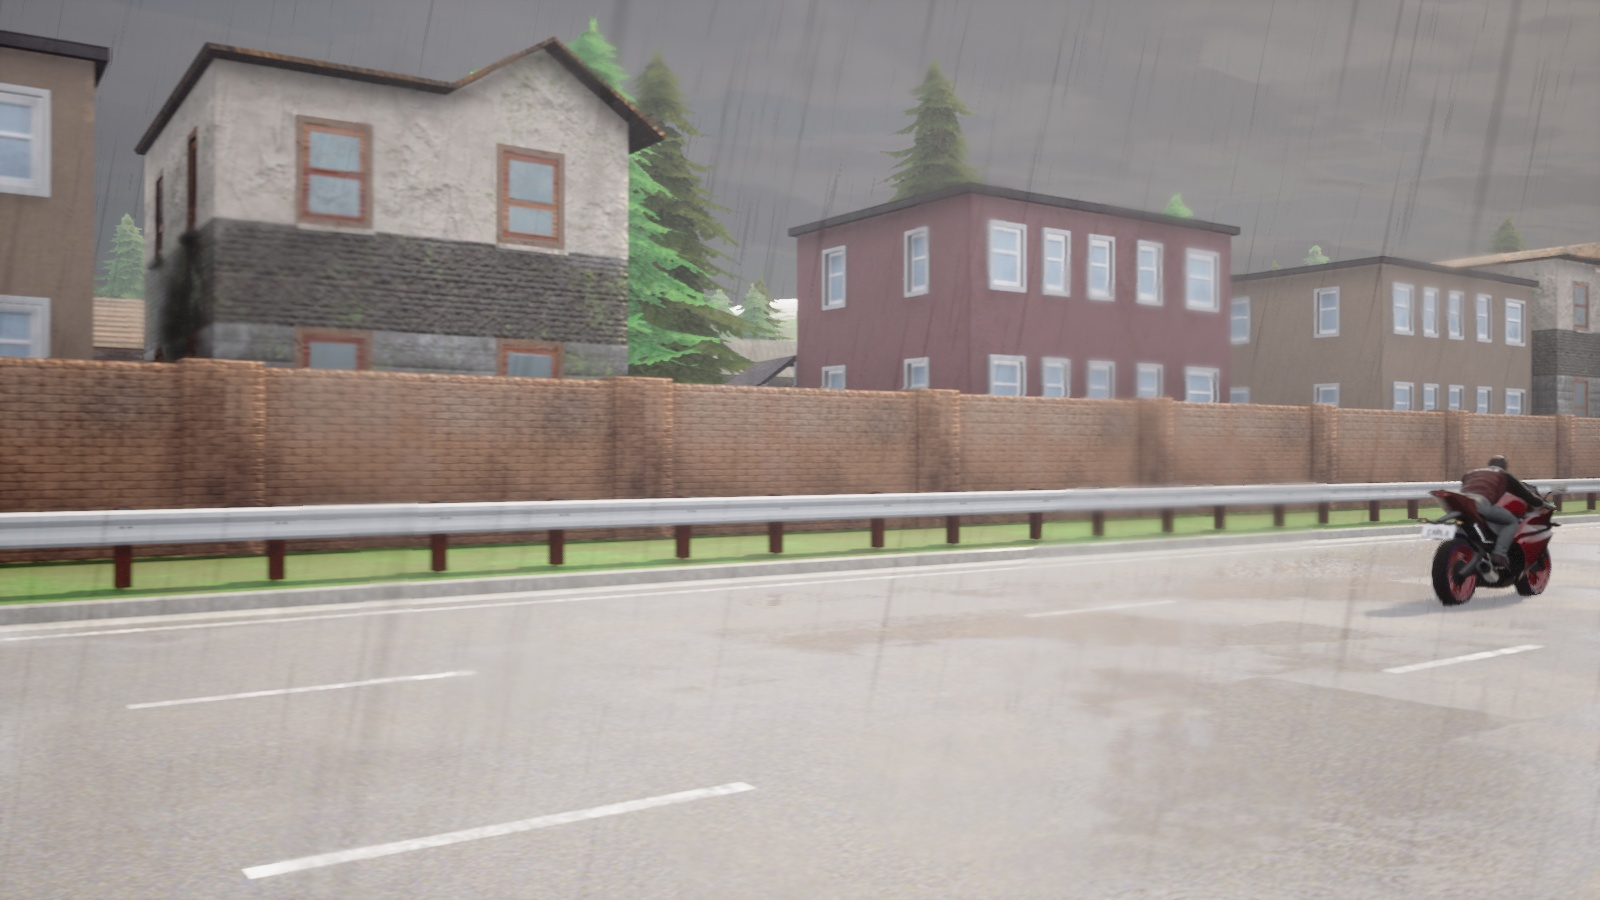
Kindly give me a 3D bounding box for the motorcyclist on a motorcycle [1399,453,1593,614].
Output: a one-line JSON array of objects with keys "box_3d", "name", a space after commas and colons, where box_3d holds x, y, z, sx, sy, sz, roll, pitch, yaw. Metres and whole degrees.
[{"box_3d": [7.190, 0.796, 12.927, 2.191, 1.530, 0.866, 0, 0, -35], "name": "motorcyclist on a motorcycle"}]
